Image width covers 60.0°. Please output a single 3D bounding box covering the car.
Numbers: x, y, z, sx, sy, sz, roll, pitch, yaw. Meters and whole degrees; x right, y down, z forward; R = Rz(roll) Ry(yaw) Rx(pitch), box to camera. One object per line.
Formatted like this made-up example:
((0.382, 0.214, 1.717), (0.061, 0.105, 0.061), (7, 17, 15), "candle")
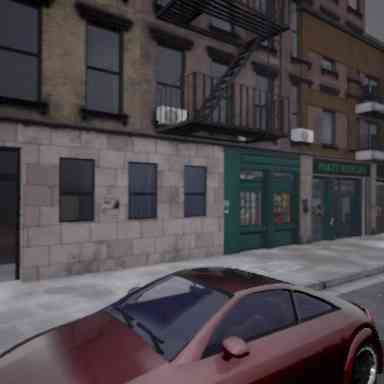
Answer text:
((0.156, 1.579, 3.489), (4.181, 1.385, 1.994), (1, 0, -36), "car")
